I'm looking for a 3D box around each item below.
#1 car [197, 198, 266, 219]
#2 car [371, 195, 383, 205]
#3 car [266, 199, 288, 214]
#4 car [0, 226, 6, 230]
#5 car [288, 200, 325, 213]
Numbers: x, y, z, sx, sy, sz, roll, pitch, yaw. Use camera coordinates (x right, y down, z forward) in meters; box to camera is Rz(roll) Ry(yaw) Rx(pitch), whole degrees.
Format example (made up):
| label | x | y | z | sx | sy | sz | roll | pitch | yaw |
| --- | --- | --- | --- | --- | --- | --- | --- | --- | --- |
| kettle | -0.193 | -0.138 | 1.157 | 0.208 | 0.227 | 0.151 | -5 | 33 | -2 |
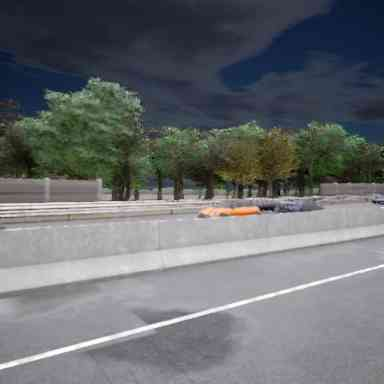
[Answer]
| label | x | y | z | sx | sy | sz | roll | pitch | yaw |
| --- | --- | --- | --- | --- | --- | --- | --- | --- | --- |
| car | 2.573 | 1.331 | 22.875 | 4.553 | 1.767 | 2.097 | 0 | 0 | -35 |
| car | 28.778 | 1.177 | 49.305 | 5.357 | 1.411 | 2.033 | -1 | 1 | -34 |
| car | 7.003 | 1.428 | 33.557 | 4.902 | 1.511 | 2.128 | 0 | 0 | -37 |
| car | -8.838 | 1.540 | 10.576 | 5.357 | 1.411 | 2.033 | 0 | 0 | -36 |
| car | 10.780 | 1.464 | 32.661 | 5.357 | 1.411 | 2.033 | 0 | 0 | -34 |
